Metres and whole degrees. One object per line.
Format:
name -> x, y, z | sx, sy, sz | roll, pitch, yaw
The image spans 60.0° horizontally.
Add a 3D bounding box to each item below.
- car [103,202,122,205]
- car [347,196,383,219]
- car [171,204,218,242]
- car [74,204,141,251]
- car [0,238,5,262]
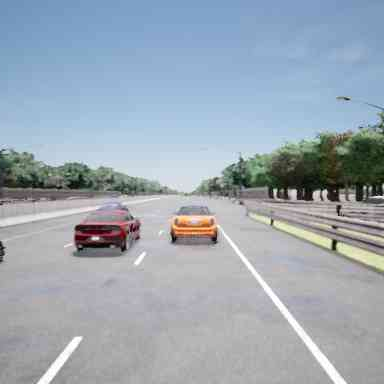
car -> -6.904, 1.602, 29.298 | 2.033, 1.411, 5.357 | 0, 0, 0
car -> 15.506, 1.373, 27.377 | 2.150, 2.045, 5.566 | 1, -1, -22
car -> 0.098, 1.373, 16.689 | 2.097, 1.767, 4.553 | 0, 0, 0
car -> -3.403, 1.494, 14.204 | 1.882, 1.535, 5.008 | 0, 0, 0
car -> -6.915, 1.533, 8.768 | 1.812, 1.442, 4.674 | 0, 0, 0
